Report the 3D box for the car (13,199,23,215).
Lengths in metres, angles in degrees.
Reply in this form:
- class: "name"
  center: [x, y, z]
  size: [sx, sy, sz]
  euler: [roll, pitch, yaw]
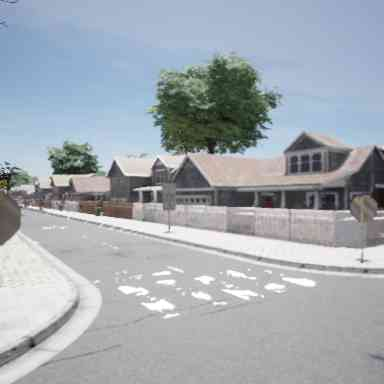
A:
- class: "car"
  center: [-23.411, 1.950, 43.104]
  size: [2.150, 2.045, 5.566]
  euler: [1, -1, -33]
